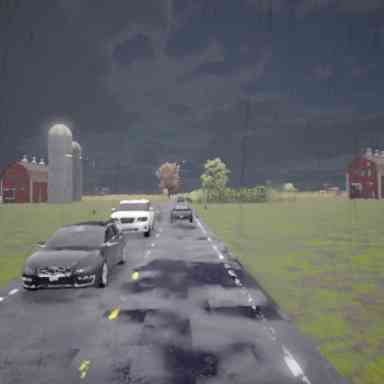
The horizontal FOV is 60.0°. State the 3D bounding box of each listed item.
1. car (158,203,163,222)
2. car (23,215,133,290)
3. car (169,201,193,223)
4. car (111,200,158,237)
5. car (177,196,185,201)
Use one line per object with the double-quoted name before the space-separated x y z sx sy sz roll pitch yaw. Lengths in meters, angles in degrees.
"car" -3.786 1.728 30.372 2.097 1.767 4.553 -1 -1 -2
"car" -3.096 1.661 9.680 1.837 1.490 4.892 -1 -1 -2
"car" -0.913 1.801 28.883 2.128 1.511 4.902 -1 -1 -2
"car" -3.452 1.490 19.954 2.150 2.045 5.566 -1 -1 -2
"car" -3.226 2.176 95.289 2.150 2.045 5.566 -1 0 -2
